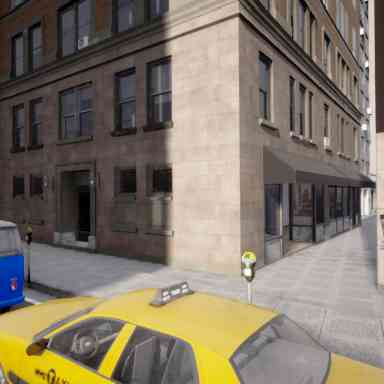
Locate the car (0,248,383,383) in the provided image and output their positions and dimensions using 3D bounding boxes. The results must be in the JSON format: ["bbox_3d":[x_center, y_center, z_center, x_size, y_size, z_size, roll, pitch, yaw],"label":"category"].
[{"bbox_3d":[-0.391,1.526,3.139,4.829,1.417,1.752,0,-1,36],"label":"car"}]

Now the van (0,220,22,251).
[{"bbox_3d":[-4.865,1.342,6.344,3.998,1.788,1.690,0,-1,36],"label":"van"}]
